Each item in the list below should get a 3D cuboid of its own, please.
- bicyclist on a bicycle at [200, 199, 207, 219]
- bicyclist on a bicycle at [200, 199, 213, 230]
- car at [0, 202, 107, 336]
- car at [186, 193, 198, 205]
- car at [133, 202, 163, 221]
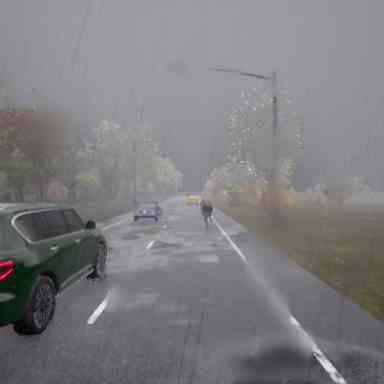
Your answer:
[{"bbox_3d":[0.953,1.407,28.452,0.582,1.620,1.656,0,0,0],"label":"bicyclist on a bicycle"},{"bbox_3d":[0.958,1.339,19.659,0.659,1.776,1.843,0,0,0],"label":"bicyclist on a bicycle"},{"bbox_3d":[-3.404,1.210,6.800,2.150,2.045,5.566,0,0,0],"label":"car"},{"bbox_3d":[0.069,1.389,56.313,1.882,1.535,5.008,0,0,0],"label":"car"},{"bbox_3d":[-3.413,1.504,26.495,2.033,1.411,5.357,0,0,0],"label":"car"}]
